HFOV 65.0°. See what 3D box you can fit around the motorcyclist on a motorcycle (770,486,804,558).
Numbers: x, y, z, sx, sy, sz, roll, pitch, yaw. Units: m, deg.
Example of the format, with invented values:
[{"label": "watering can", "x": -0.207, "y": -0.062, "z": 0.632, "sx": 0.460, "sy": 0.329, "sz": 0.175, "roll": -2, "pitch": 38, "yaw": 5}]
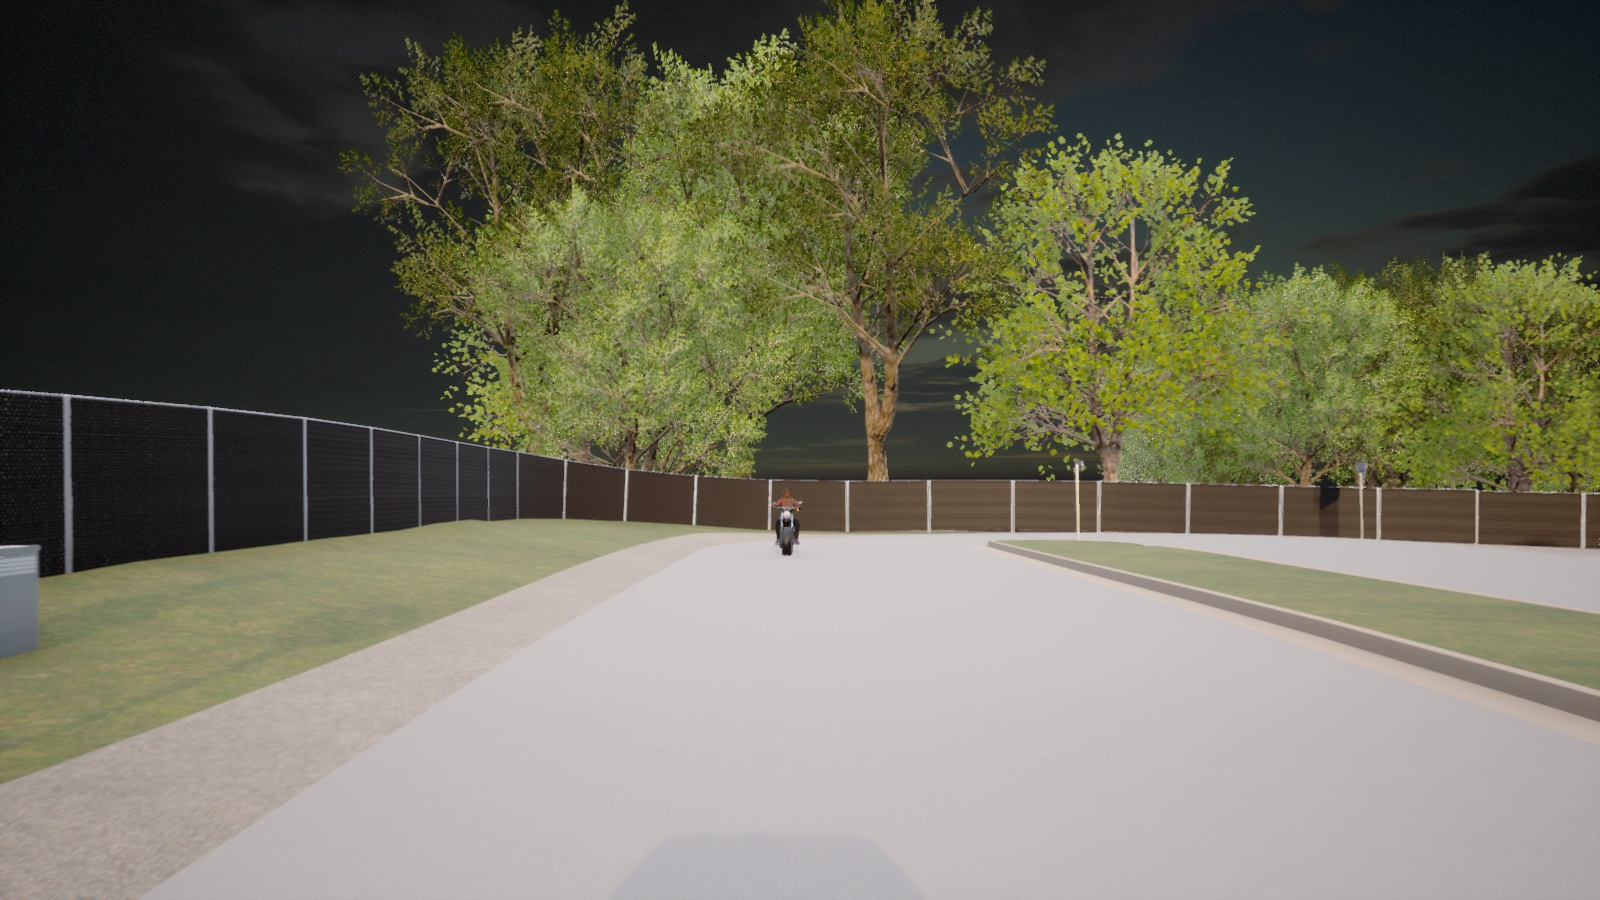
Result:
[{"label": "motorcyclist on a motorcycle", "x": -0.299, "y": 1.702, "z": 30.046, "sx": 0.766, "sy": 1.649, "sz": 2.350, "roll": -1, "pitch": -2, "yaw": 0}]
